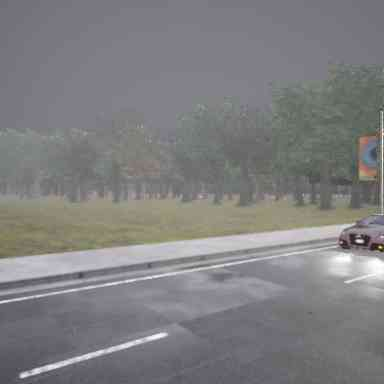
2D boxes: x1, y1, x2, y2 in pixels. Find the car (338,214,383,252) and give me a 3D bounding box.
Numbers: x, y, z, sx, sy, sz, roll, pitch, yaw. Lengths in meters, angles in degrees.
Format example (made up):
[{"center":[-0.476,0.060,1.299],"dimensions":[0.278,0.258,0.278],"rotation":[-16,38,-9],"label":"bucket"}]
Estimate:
[{"center":[7.671,1.592,13.175],"dimensions":[4.181,1.385,1.994],"rotation":[0,0,-36],"label":"car"}]
